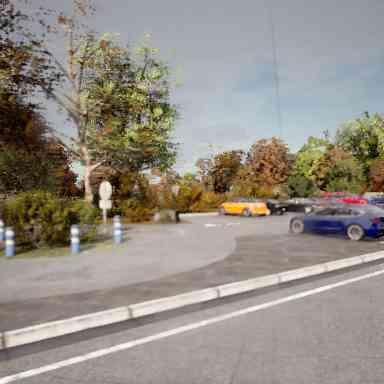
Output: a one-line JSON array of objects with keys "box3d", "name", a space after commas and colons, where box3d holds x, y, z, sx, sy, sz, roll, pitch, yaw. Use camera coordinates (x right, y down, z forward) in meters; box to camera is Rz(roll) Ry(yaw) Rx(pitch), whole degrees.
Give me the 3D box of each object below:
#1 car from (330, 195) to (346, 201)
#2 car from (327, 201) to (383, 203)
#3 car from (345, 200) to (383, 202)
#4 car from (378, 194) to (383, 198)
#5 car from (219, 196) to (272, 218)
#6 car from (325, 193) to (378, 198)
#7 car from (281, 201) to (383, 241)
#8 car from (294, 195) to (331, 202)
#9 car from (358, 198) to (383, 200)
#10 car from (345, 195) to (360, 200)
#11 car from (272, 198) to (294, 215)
[{"box3d": [13.582, 1.402, 36.091, 2.163, 1.488, 4.792, 0, 0, -35], "name": "car"}, {"box3d": [9.390, 1.417, 17.797, 2.002, 1.452, 4.674, 0, 0, -35], "name": "car"}, {"box3d": [11.700, 1.416, 19.424, 2.002, 1.452, 4.674, 0, 0, -35], "name": "car"}, {"box3d": [20.505, 1.367, 40.993, 2.097, 1.535, 5.008, 0, 0, -35], "name": "car"}, {"box3d": [4.449, 1.250, 29.661, 2.185, 1.767, 4.553, 0, 0, -35], "name": "car"}, {"box3d": [18.200, 1.120, 39.343, 2.435, 2.045, 5.566, 0, 0, -35], "name": "car"}, {"box3d": [7.063, 1.407, 16.191, 2.163, 1.488, 4.792, 0, 0, -35], "name": "car"}, {"box3d": [11.355, 1.374, 34.568, 2.231, 1.521, 4.892, 0, 0, -35], "name": "car"}, {"box3d": [13.905, 1.372, 21.200, 1.946, 1.575, 5.366, 0, 0, -35], "name": "car"}, {"box3d": [15.892, 1.402, 37.717, 2.163, 1.488, 4.792, 0, 0, -35], "name": "car"}, {"box3d": [6.641, 1.374, 31.236, 2.097, 1.535, 5.008, 0, 0, -35], "name": "car"}]
